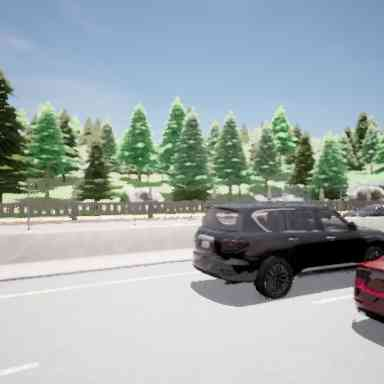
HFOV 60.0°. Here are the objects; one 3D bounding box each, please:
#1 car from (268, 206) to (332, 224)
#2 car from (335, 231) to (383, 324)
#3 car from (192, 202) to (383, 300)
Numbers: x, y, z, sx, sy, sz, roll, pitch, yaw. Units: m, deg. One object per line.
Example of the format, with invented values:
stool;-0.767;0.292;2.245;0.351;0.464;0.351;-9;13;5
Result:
car;8.635;1.801;26.590;4.718;1.301;1.895;0;0;-20
car;5.143;1.536;5.966;5.008;1.535;1.882;0;-1;-27
car;2.695;1.287;8.694;5.566;2.045;2.150;0;0;-27
